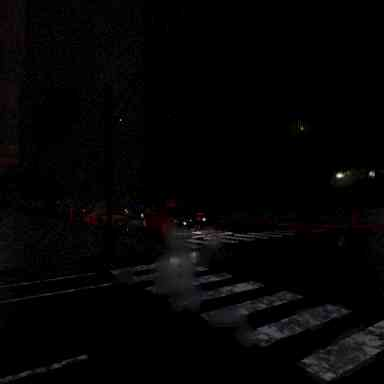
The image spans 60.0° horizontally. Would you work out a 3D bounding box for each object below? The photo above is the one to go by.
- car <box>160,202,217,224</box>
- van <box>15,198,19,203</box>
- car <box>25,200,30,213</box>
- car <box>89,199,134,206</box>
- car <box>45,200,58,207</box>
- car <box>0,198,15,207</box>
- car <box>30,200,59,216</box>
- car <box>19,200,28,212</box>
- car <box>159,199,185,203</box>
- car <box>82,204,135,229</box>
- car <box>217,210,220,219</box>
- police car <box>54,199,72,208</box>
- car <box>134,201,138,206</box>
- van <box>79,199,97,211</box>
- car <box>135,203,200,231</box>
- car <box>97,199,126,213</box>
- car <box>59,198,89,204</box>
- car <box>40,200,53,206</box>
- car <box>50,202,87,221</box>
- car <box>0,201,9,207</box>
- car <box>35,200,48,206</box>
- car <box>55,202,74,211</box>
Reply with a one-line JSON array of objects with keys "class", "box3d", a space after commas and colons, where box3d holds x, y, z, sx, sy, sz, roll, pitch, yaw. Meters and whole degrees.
[{"class": "car", "box3d": [-0.511, 1.776, 26.469, 1.837, 1.490, 4.892, 0, 0, -35]}, {"class": "van", "box3d": [-26.163, 2.121, 52.420, 1.690, 1.788, 3.998, -1, 0, -35]}, {"class": "car", "box3d": [-20.498, 2.195, 44.455, 1.887, 1.381, 4.507, -1, 0, -35]}, {"class": "car", "box3d": [-7.575, 1.740, 30.889, 2.097, 1.767, 4.553, 0, -1, -35]}, {"class": "car", "box3d": [-31.710, 2.593, 74.949, 1.947, 1.339, 4.313, -1, 0, -35]}, {"class": "car", "box3d": [-41.269, 2.665, 73.681, 1.887, 1.381, 4.507, -1, 0, -35]}, {"class": "car", "box3d": [-17.673, 1.899, 40.473, 2.192, 1.841, 5.009, -1, 0, -35]}, {"class": "car", "box3d": [-23.330, 2.155, 48.437, 1.967, 1.590, 4.097, -1, 0, -35]}, {"class": "car", "box3d": [-2.337, 1.667, 33.624, 2.192, 1.841, 5.009, -1, 0, -35]}, {"class": "car", "box3d": [-6.248, 1.842, 24.404, 1.752, 1.417, 4.829, -1, 0, -35]}, {"class": "car", "box3d": [0.611, 1.827, 29.474, 1.887, 1.381, 4.507, -1, 0, -35]}, {"class": "police car", "box3d": [-25.434, 2.305, 65.449, 1.930, 1.638, 5.238, 0, -1, -35]}, {"class": "car", "box3d": [-5.273, 2.003, 37.774, 1.802, 1.307, 4.206, -1, 0, -35]}, {"class": "van", "box3d": [-17.047, 2.035, 54.374, 1.690, 1.788, 3.998, -1, 0, -35]}, {"class": "car", "box3d": [-1.820, 1.758, 22.826, 1.837, 1.490, 4.892, 0, -1, -35]}, {"class": "car", "box3d": [-11.163, 1.873, 46.074, 2.192, 1.841, 5.009, -1, 0, -35]}, {"class": "car", "box3d": [-13.731, 1.754, 39.566, 2.150, 2.045, 5.566, 0, -1, -35]}, {"class": "car", "box3d": [-34.724, 2.658, 79.190, 1.947, 1.339, 4.313, -1, 0, -35]}, {"class": "car", "box3d": [-12.007, 2.003, 32.507, 2.008, 1.369, 4.403, -1, 0, -35]}, {"class": "car", "box3d": [-44.382, 2.769, 78.064, 1.802, 1.307, 4.206, -1, 0, -35]}, {"class": "car", "box3d": [-37.738, 2.708, 83.430, 2.008, 1.369, 4.403, -1, 0, -35]}, {"class": "car", "box3d": [-21.446, 2.358, 55.934, 1.895, 1.301, 4.718, 0, -1, -35]}]
